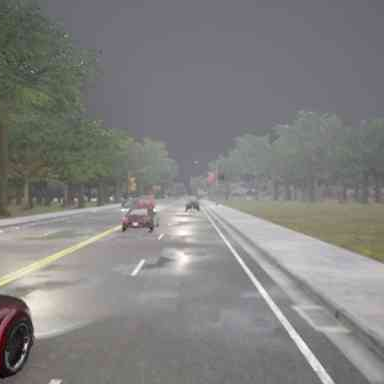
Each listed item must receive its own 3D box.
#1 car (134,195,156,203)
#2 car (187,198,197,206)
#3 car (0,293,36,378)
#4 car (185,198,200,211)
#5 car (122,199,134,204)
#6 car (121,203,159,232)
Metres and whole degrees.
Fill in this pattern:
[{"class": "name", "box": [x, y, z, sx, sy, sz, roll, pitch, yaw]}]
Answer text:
[{"class": "car", "box": [-6.598, 1.517, 48.625, 2.150, 2.045, 5.566, 0, 0, 0]}, {"class": "car", "box": [0.072, 1.902, 64.280, 1.882, 1.535, 5.008, 0, -1, 0]}, {"class": "car", "box": [-3.151, 1.578, 2.909, 1.994, 1.385, 4.181, 0, 0, 0]}, {"class": "car", "box": [0.080, 1.775, 45.365, 1.837, 1.490, 4.892, 0, 0, 0]}, {"class": "car", "box": [-9.841, 1.815, 52.398, 2.128, 1.511, 4.902, 0, 0, 0]}, {"class": "car", "box": [-3.159, 1.638, 20.825, 1.812, 1.442, 4.674, 0, 0, 0]}]
